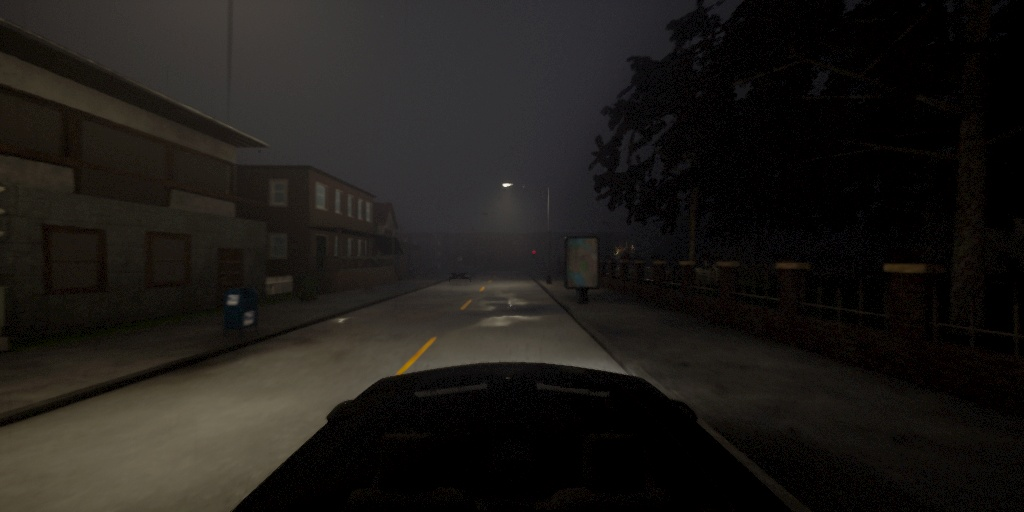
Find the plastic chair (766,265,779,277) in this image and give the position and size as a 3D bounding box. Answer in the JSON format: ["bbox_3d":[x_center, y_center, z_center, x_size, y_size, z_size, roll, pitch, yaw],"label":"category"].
[{"bbox_3d":[27.850,1.572,38.130,0.730,1.272,0.750,0,0,-38],"label":"plastic chair"}]

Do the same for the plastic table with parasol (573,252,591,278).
[{"bbox_3d":[9.707,1.109,44.729,2.482,2.480,2.482,0,0,-40],"label":"plastic table with parasol"}]

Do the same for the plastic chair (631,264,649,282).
[{"bbox_3d":[10.721,1.556,30.061,0.750,1.272,0.730,0,0,-40],"label":"plastic chair"}]

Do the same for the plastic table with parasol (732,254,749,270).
[{"bbox_3d":[28.287,1.003,44.763,2.482,2.480,2.482,0,0,-38],"label":"plastic table with parasol"}]

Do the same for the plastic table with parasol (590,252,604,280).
[{"bbox_3d":[10.704,1.032,39.499,2.482,2.480,2.482,0,0,-40],"label":"plastic table with parasol"}]

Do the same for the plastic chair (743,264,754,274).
[{"bbox_3d":[29.039,1.573,43.717,0.750,1.272,0.730,0,0,-40],"label":"plastic chair"}]

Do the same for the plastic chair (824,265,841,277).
[{"bbox_3d":[32.589,1.639,36.473,0.730,1.272,0.750,0,0,-35],"label":"plastic chair"}]

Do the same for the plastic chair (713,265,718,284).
[{"bbox_3d":[16.039,1.518,27.318,0.750,1.272,0.730,0,0,-40],"label":"plastic chair"}]

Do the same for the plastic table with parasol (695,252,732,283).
[{"bbox_3d":[15.307,0.924,28.317,2.482,2.480,2.482,0,0,-40],"label":"plastic table with parasol"}]

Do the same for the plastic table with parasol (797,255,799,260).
[{"bbox_3d":[32.336,1.062,43.146,2.482,2.480,2.482,0,0,-40],"label":"plastic table with parasol"}]

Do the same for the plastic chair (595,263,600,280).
[{"bbox_3d":[9.730,1.629,38.598,0.730,1.272,0.750,0,0,-35],"label":"plastic chair"}]

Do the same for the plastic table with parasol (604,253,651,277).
[{"bbox_3d":[9.989,0.939,31.058,2.482,2.480,2.482,0,0,-40],"label":"plastic table with parasol"}]

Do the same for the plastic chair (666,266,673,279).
[{"bbox_3d":[15.444,1.587,35.548,0.750,1.272,0.730,0,0,-40],"label":"plastic chair"}]

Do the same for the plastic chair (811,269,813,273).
[{"bbox_3d":[32.819,1.656,38.405,0.750,1.272,0.730,0,0,-40],"label":"plastic chair"}]

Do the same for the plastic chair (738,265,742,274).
[{"bbox_3d":[27.273,1.632,43.817,0.730,1.272,0.750,0,0,-32],"label":"plastic chair"}]

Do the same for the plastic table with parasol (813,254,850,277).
[{"bbox_3d":[33.563,1.043,37.374,2.482,2.480,2.482,0,0,-40],"label":"plastic table with parasol"}]

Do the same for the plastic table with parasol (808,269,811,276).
[{"bbox_3d":[36.205,1.076,41.202,2.482,2.480,2.482,0,0,-40],"label":"plastic table with parasol"}]

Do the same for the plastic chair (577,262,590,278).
[{"bbox_3d":[8.733,1.705,43.828,0.730,1.272,0.750,0,0,-35],"label":"plastic chair"}]

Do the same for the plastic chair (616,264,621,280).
[{"bbox_3d":[9.015,1.562,30.159,0.730,1.272,0.750,0,0,-35],"label":"plastic chair"}]

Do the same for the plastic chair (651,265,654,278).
[{"bbox_3d":[13.736,1.599,35.643,0.730,1.272,0.750,0,0,-35],"label":"plastic chair"}]

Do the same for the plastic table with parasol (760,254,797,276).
[{"bbox_3d":[28.745,0.995,38.832,2.482,2.480,2.482,0,0,-38],"label":"plastic table with parasol"}]

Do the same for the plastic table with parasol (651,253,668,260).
[{"bbox_3d":[14.689,0.974,36.531,2.482,2.480,2.482,0,0,-42],"label":"plastic table with parasol"}]

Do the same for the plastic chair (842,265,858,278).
[{"bbox_3d":[34.295,1.638,36.375,0.750,1.272,0.730,0,0,-40],"label":"plastic chair"}]

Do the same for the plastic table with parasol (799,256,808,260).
[{"bbox_3d":[35.983,1.114,45.551,2.482,2.480,2.482,0,0,0],"label":"plastic table with parasol"}]

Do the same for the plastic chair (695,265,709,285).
[{"bbox_3d":[14.333,1.528,27.415,0.730,1.272,0.750,0,0,-35],"label":"plastic chair"}]

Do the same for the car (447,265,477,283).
[{"bbox_3d":[-3.985,1.419,29.155,1.895,1.301,4.718,0,0,0],"label":"car"}]
